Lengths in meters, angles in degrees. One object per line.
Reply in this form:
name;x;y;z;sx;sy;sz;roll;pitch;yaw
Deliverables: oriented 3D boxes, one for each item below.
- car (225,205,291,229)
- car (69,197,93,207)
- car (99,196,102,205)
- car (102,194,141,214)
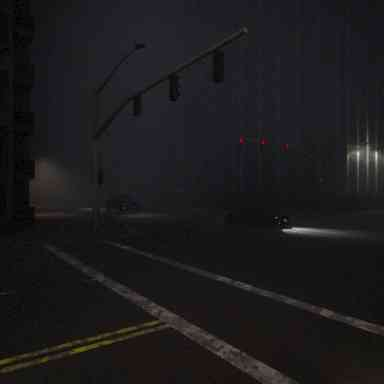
car;4.238;1.564;21.725;4.181;1.385;1.994;0;0;42
car;-17.324;1.504;50.614;2.128;1.511;4.902;0;0;-35
car;-15.039;1.478;53.628;1.882;1.535;5.008;0;0;-35
car;-7.619;1.221;36.596;2.150;2.045;5.566;0;0;-35
